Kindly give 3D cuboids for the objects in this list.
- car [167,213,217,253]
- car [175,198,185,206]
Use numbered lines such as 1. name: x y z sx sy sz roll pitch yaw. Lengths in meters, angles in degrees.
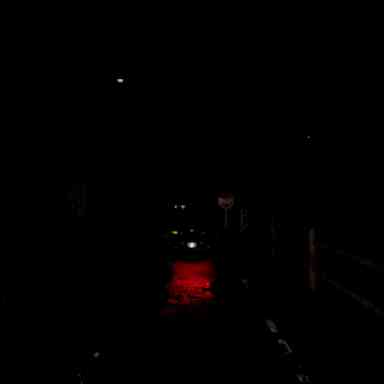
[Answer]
1. car: 0.004 1.651 14.316 1.837 1.490 4.892 0 0 0
2. car: -2.757 2.187 74.523 2.097 1.767 4.553 0 -1 0
